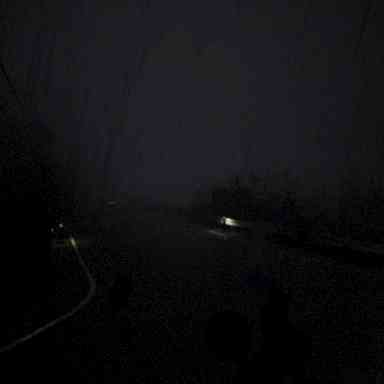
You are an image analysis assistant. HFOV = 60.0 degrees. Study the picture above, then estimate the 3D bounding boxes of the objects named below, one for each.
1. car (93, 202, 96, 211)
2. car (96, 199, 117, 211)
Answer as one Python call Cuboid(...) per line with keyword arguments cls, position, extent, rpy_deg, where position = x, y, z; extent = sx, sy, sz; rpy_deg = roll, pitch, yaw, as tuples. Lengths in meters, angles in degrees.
Cuboid(cls="car", position=(-14.939, 2.198, 53.966), extent=(1.882, 1.535, 5.008), rpy_deg=(-1, -2, -22))
Cuboid(cls="car", position=(-11.282, 1.755, 44.677), extent=(2.128, 1.511, 4.902), rpy_deg=(-1, -3, -20))
